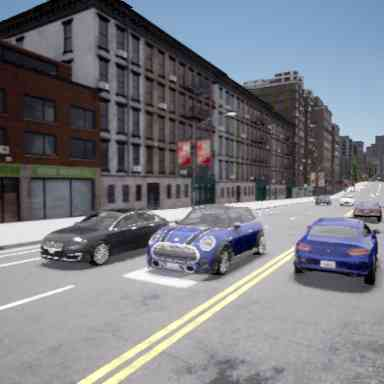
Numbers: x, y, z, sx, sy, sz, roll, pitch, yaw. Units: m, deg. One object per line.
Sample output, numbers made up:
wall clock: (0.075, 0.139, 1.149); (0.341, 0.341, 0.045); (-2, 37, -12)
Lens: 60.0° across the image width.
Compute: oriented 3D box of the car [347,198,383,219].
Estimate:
car: (13.300, 1.389, 25.123); (2.033, 1.411, 5.357); (1, 1, 30)

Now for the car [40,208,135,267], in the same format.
car: (-2.579, 1.342, 11.092); (1.837, 1.490, 4.892); (1, 1, 30)

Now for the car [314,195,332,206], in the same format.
car: (19.296, 1.225, 48.608); (1.812, 1.442, 4.674); (1, 1, 30)

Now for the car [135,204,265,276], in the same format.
car: (0.638, 1.232, 10.160); (2.097, 1.767, 4.553); (1, 1, 30)

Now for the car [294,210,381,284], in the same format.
car: (4.215, 1.449, 9.460); (1.812, 1.442, 4.674); (1, 1, 30)

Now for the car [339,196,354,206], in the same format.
car: (22.107, 1.230, 46.977); (1.812, 1.442, 4.674); (1, 1, 30)
